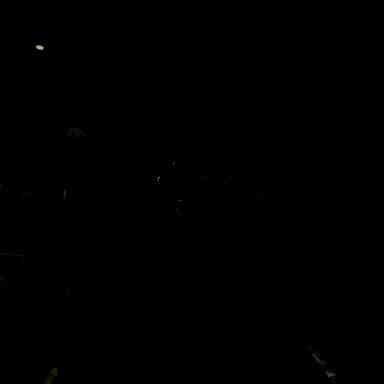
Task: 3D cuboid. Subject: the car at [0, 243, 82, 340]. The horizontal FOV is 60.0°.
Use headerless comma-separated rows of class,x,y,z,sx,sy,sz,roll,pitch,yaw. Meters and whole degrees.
car,-3.602,1.666,5.867,1.895,1.301,4.718,0,-1,0
